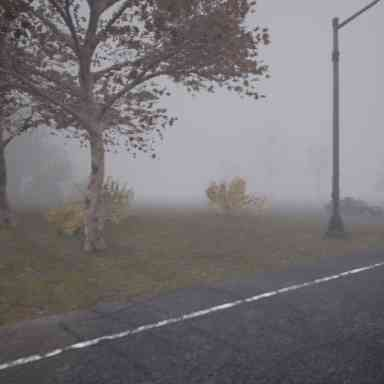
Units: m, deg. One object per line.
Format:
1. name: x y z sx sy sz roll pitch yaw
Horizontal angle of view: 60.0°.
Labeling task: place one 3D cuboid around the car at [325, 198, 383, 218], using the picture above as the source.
1. car: 13.435 1.262 27.459 1.837 1.490 4.892 -1 1 -35
